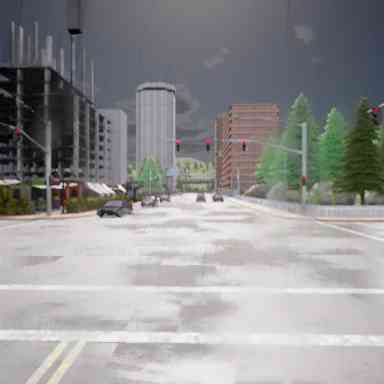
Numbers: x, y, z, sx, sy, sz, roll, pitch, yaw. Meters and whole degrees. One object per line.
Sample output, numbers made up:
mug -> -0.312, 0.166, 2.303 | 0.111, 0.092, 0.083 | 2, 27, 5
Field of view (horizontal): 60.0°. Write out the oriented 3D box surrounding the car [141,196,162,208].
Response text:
car -> -5.817, 1.315, 45.855 | 2.128, 1.511, 4.902 | 0, 0, 2

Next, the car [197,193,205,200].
car -> 2.016, 1.037, 75.165 | 1.837, 1.490, 4.892 | 0, 0, 1

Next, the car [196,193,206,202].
car -> 1.782, 1.347, 65.982 | 1.895, 1.301, 4.718 | 0, 0, 1

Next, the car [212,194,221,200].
car -> 5.515, 1.133, 75.107 | 1.895, 1.301, 4.718 | 0, 0, 1

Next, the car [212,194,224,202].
car -> 5.289, 1.271, 66.211 | 1.812, 1.442, 4.674 | 0, 0, 1

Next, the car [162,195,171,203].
car -> -5.263, 1.275, 64.956 | 1.812, 1.442, 4.674 | 0, 0, 2

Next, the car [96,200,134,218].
car -> -6.630, 1.434, 29.399 | 2.033, 1.411, 5.357 | 0, 0, 7
